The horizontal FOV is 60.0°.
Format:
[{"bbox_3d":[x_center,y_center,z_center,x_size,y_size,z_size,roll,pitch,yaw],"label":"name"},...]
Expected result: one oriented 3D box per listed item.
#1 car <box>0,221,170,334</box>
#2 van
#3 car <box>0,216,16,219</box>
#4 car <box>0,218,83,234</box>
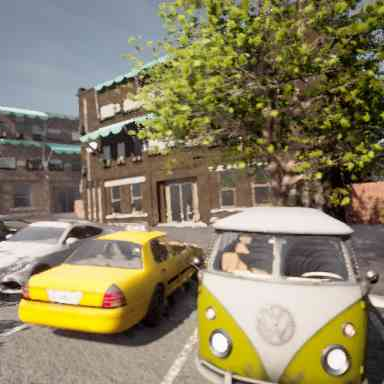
[{"bbox_3d":[-1.058,1.456,7.053,1.946,1.575,5.366,0,-1,16],"label":"car"},{"bbox_3d":[1.321,1.248,4.994,1.878,1.987,4.442,1,0,16],"label":"van"},{"bbox_3d":[-6.027,1.459,10.400,2.002,1.452,4.674,0,0,16],"label":"car"},{"bbox_3d":[-3.559,1.478,8.644,2.002,1.452,4.674,1,0,16],"label":"car"}]
